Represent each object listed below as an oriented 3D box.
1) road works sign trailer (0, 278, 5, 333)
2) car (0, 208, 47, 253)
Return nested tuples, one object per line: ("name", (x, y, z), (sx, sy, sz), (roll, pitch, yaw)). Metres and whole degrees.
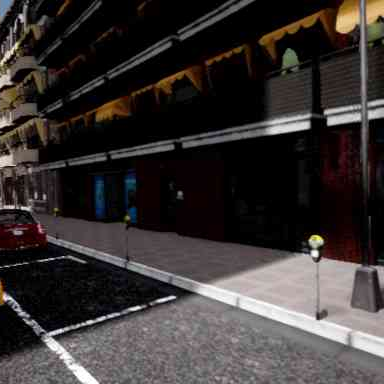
("road works sign trailer", (-4.717, 0.439, 5.512), (2.380, 3.560, 2.880), (-3, 2, -41))
("car", (-6.818, 1.318, 12.076), (1.967, 1.590, 4.097), (-2, 2, -41))
